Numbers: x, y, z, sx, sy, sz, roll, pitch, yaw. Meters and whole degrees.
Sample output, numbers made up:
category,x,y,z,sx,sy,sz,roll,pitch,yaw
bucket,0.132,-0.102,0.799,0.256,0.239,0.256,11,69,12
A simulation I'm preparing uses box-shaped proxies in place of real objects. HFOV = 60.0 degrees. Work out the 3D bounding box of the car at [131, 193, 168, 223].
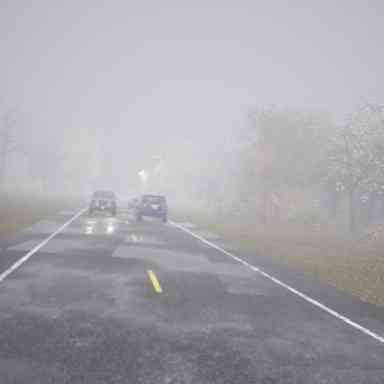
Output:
category,x,y,z,sx,sy,sz,roll,pitch,yaw
car,-3.269,1.171,26.038,2.150,2.045,5.566,5,0,-14

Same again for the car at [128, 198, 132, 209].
category,x,y,z,sx,sy,sz,roll,pitch,yaw
car,-6.671,1.331,39.824,1.812,1.442,4.674,5,0,-13

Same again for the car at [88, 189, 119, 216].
category,x,y,z,sx,sy,sz,roll,pitch,yaw
car,-7.525,0.843,28.408,2.150,2.045,5.566,5,-1,-14
